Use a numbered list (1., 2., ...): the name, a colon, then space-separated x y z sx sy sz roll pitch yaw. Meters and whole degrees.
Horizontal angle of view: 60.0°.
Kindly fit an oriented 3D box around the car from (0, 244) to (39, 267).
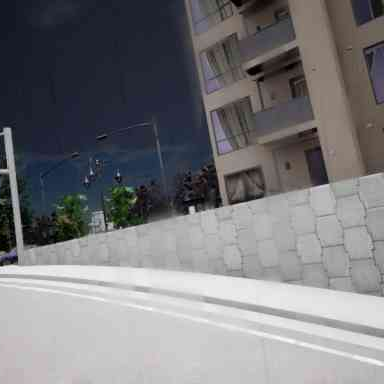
1. car: -15.559 5.661 29.615 2.097 1.767 4.553 -15 -9 35
